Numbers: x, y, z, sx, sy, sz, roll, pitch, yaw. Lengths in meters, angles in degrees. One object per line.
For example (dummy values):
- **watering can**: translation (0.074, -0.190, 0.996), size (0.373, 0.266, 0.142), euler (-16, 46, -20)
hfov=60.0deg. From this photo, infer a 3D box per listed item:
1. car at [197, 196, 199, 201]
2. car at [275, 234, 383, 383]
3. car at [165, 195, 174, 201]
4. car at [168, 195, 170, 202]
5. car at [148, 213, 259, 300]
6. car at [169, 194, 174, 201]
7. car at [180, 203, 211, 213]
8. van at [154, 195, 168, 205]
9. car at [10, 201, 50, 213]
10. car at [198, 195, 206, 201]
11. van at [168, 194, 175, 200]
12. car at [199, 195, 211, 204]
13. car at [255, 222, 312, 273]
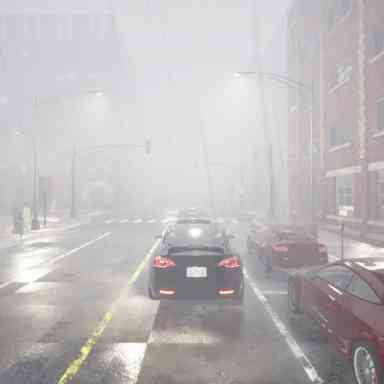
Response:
- **car**: translation (2.534, 1.573, 82.236), size (1.887, 1.381, 4.507), euler (1, 0, 0)
- **car**: translation (2.658, 1.583, 4.716), size (1.802, 1.307, 4.206), euler (1, 0, 0)
- **car**: translation (-5.858, 1.582, 87.909), size (2.008, 1.369, 4.403), euler (1, 0, 0)
- **car**: translation (-5.812, 1.602, 65.300), size (1.802, 1.307, 4.206), euler (1, 0, 0)
- **car**: translation (0.083, 1.506, 8.414), size (2.163, 1.488, 4.792), euler (0, 0, 0)
- **car**: translation (-5.835, 1.607, 76.604), size (1.802, 1.307, 4.206), euler (1, 0, 0)
- **car**: translation (0.065, 1.552, 17.686), size (2.033, 1.411, 5.357), euler (0, 0, -1)
- **van**: translation (-5.797, 1.359, 59.648), size (1.690, 1.788, 3.998), euler (1, 0, 0)
- **car**: translation (-18.790, 1.730, 38.711), size (4.313, 1.339, 1.947), euler (0, -1, 0)
- **car**: translation (2.522, 1.597, 87.887), size (1.947, 1.339, 4.313), euler (1, 0, 0)
- **van**: translation (-5.866, 1.375, 93.561), size (1.690, 1.788, 3.998), euler (1, 0, 0)
- **car**: translation (2.580, 1.544, 59.796), size (1.752, 1.417, 4.829), euler (1, 0, 0)
- **car**: translation (2.816, 1.585, 10.372), size (1.802, 1.307, 4.206), euler (1, 0, 0)
